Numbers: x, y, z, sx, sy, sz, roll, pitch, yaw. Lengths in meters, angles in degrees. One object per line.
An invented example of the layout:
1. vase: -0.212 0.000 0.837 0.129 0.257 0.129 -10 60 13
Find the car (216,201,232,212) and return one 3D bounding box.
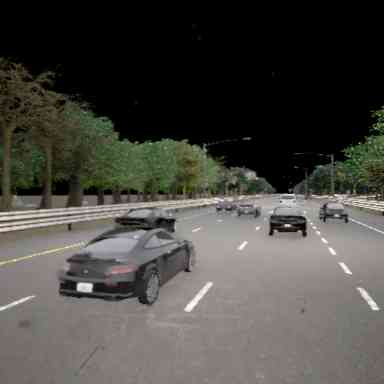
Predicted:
1. car: 4.225 1.730 39.995 1.895 1.301 4.718 0 0 16

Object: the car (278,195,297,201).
1. car: 12.231 1.337 42.515 2.150 2.045 5.566 0 0 16

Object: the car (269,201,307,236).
1. car: 5.450 1.529 18.979 1.882 1.535 5.008 0 0 16

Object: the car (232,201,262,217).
1. car: 5.573 1.589 32.047 2.128 1.511 4.902 0 0 16

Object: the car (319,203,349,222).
1. car: 11.320 1.588 26.722 1.812 1.442 4.674 0 0 16

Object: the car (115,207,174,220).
1. car: -2.246 1.545 17.550 1.882 1.535 5.008 0 0 16

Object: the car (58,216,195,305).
1. car: -1.299 1.557 8.196 1.812 1.442 4.674 0 0 16
